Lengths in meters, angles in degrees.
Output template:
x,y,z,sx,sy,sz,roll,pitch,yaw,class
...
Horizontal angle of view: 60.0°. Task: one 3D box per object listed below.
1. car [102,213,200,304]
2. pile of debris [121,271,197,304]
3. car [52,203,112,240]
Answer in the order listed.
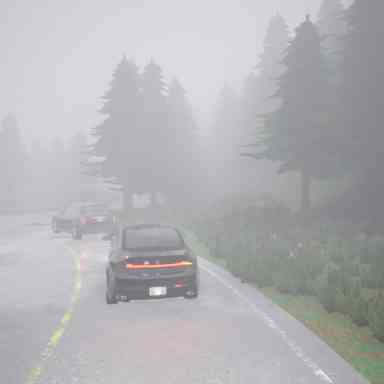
x,y,z,sx,sy,sz,roll,pitch,yaw,class
-1.115,1.504,8.240,1.837,1.490,4.892,0,0,-12,car
-0.858,2.175,7.751,1.500,0.140,1.860,0,0,-14,pile of debris
-5.718,1.352,17.458,2.097,1.767,4.553,0,0,-39,car
